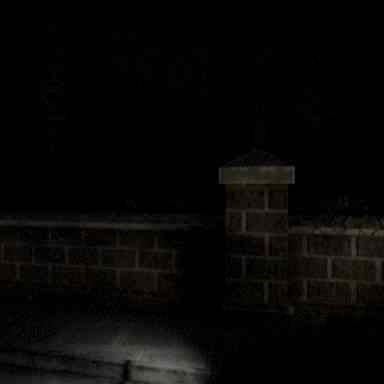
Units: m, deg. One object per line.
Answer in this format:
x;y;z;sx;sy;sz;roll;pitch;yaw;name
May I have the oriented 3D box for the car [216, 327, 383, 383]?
2.444;1.528;2.136;4.674;1.442;1.812;0;0;13;car
